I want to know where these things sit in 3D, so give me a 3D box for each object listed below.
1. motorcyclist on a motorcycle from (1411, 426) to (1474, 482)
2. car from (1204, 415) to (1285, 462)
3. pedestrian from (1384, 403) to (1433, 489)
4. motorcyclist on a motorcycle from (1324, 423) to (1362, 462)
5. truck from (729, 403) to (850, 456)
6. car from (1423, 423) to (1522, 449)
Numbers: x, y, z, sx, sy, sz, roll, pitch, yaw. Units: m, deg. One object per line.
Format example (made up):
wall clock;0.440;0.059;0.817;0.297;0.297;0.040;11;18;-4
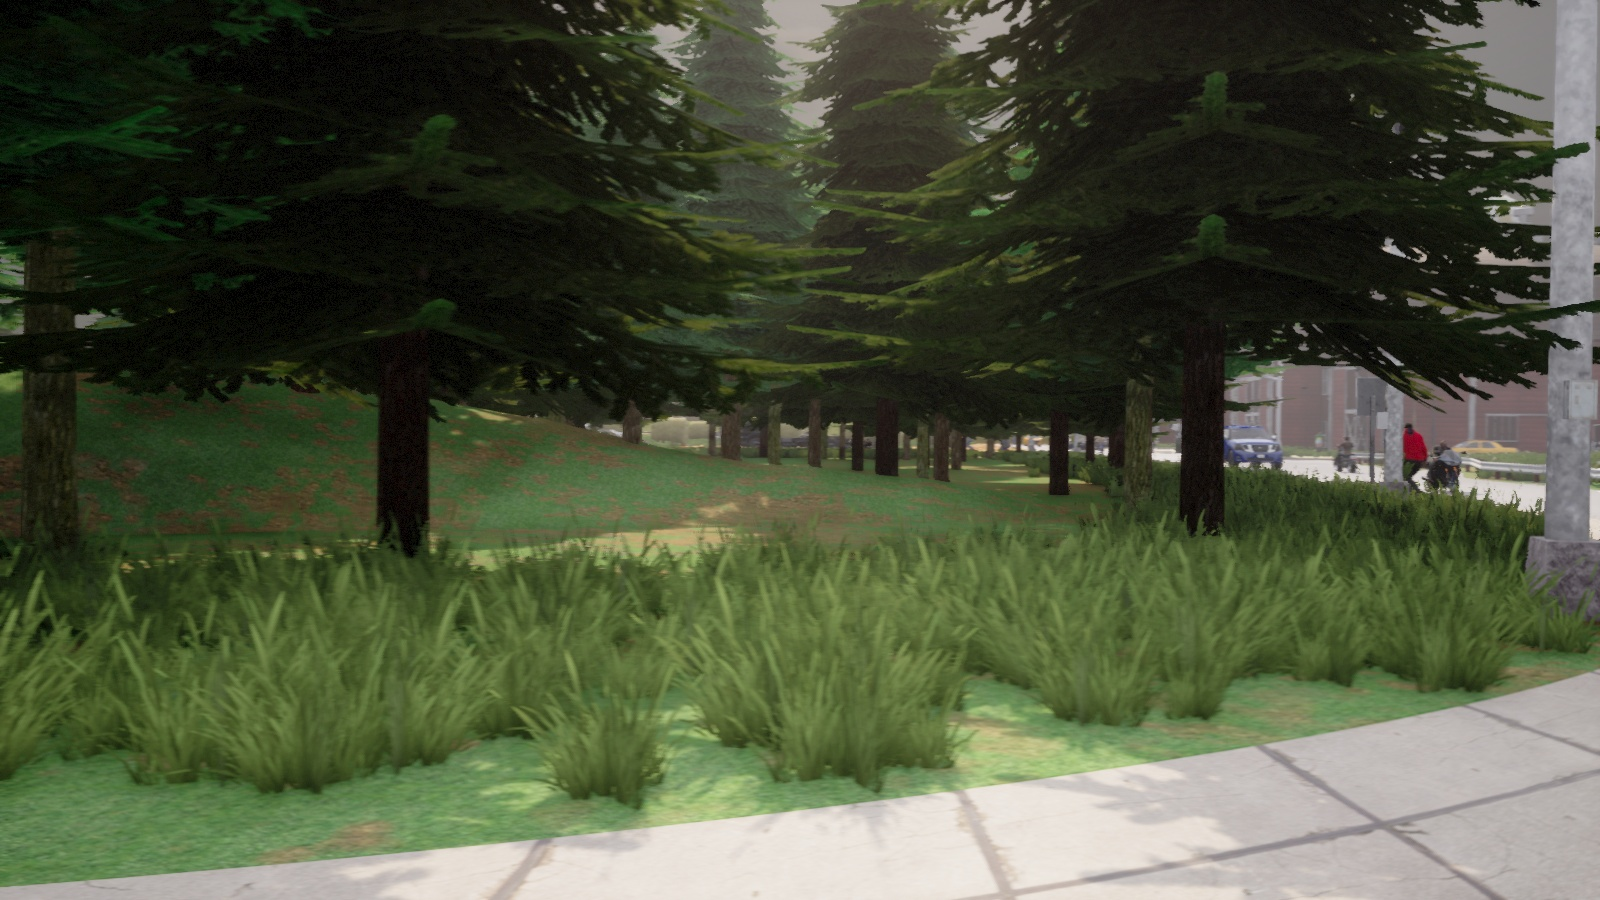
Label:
motorcyclist on a motorcycle;18.335;0.101;35.884;0.866;1.530;2.191;-1;1;6
car;20.408;-0.561;57.951;2.150;2.045;5.566;-1;1;5
pedestrian;13.232;-0.089;27.341;0.634;1.844;0.899;-1;1;1
motorcyclist on a motorcycle;23.664;-0.320;54.764;0.766;1.649;2.350;-1;1;5
truck;-0.639;-1.397;85.468;7.936;3.462;2.891;-1;1;6
car;43.409;-0.915;81.125;5.366;1.575;1.801;-1;1;6
